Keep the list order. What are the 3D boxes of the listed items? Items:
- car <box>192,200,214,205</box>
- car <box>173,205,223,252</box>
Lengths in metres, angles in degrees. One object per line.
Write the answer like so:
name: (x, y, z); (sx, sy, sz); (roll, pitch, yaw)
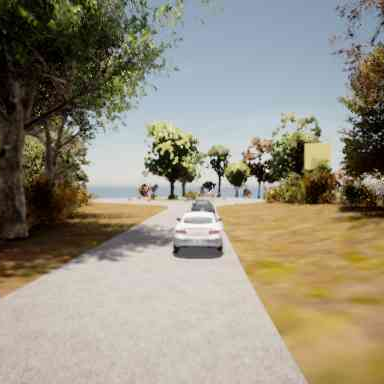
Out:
car: (0.914, 1.358, 28.330); (1.994, 1.385, 4.181); (0, 1, 3)
car: (0.293, 1.505, 13.703); (1.812, 1.442, 4.674); (0, 1, 3)
